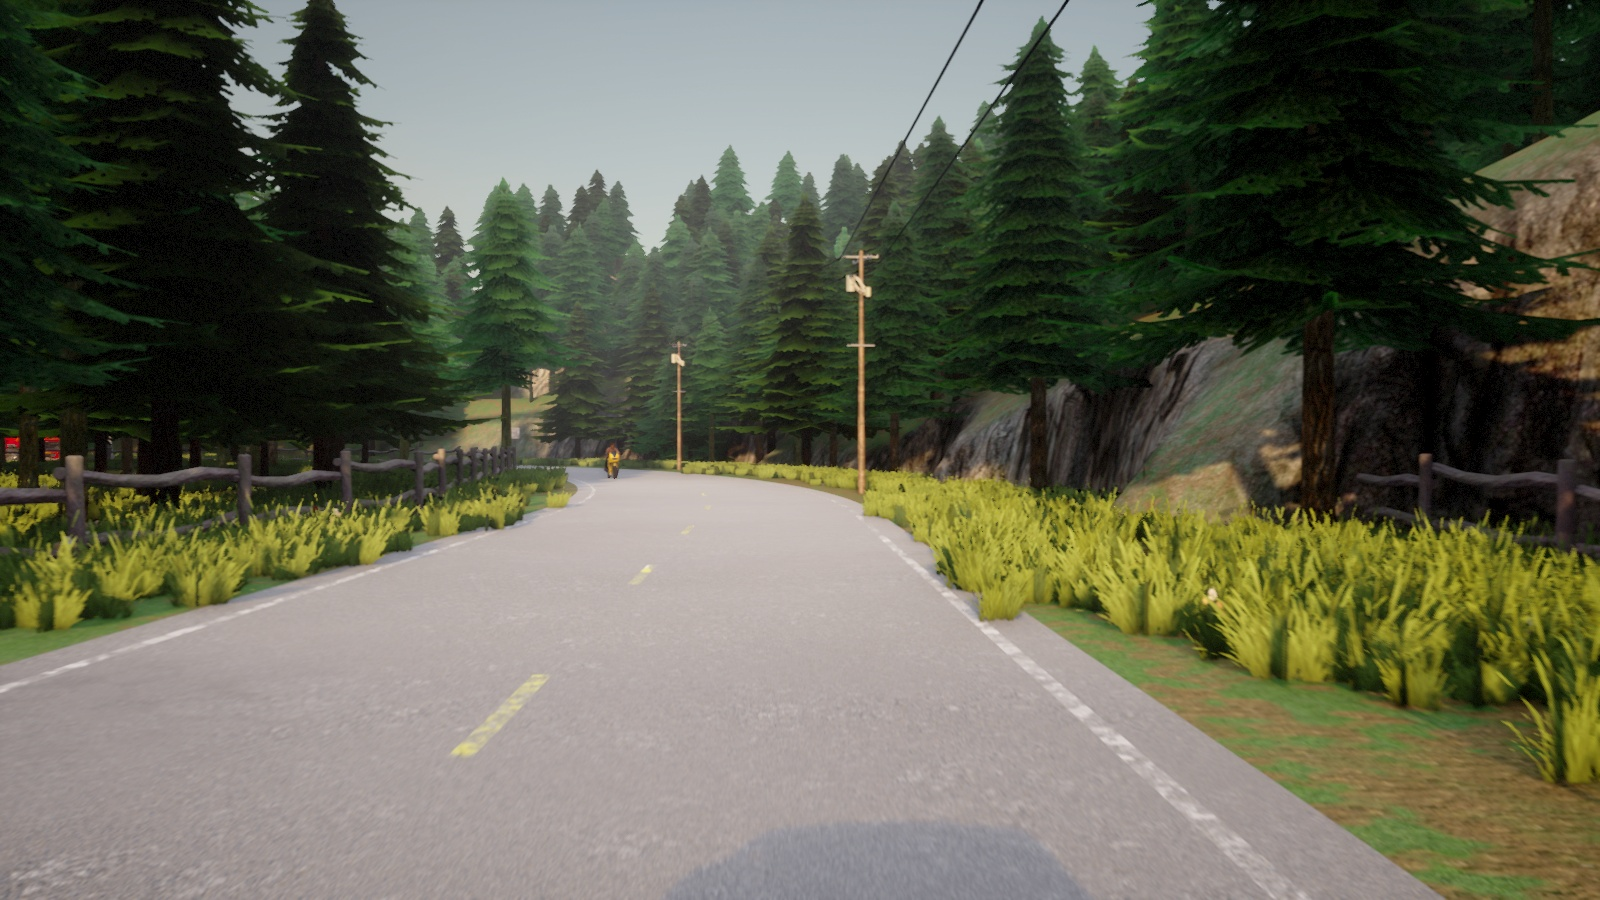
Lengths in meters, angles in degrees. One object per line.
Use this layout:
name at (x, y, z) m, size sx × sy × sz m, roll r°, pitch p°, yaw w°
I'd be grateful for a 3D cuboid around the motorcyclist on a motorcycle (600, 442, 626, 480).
motorcyclist on a motorcycle at (-7.725, 0.431, 51.793) m, size 0.797 × 1.523 × 2.044 m, roll 0°, pitch 0°, yaw -17°
